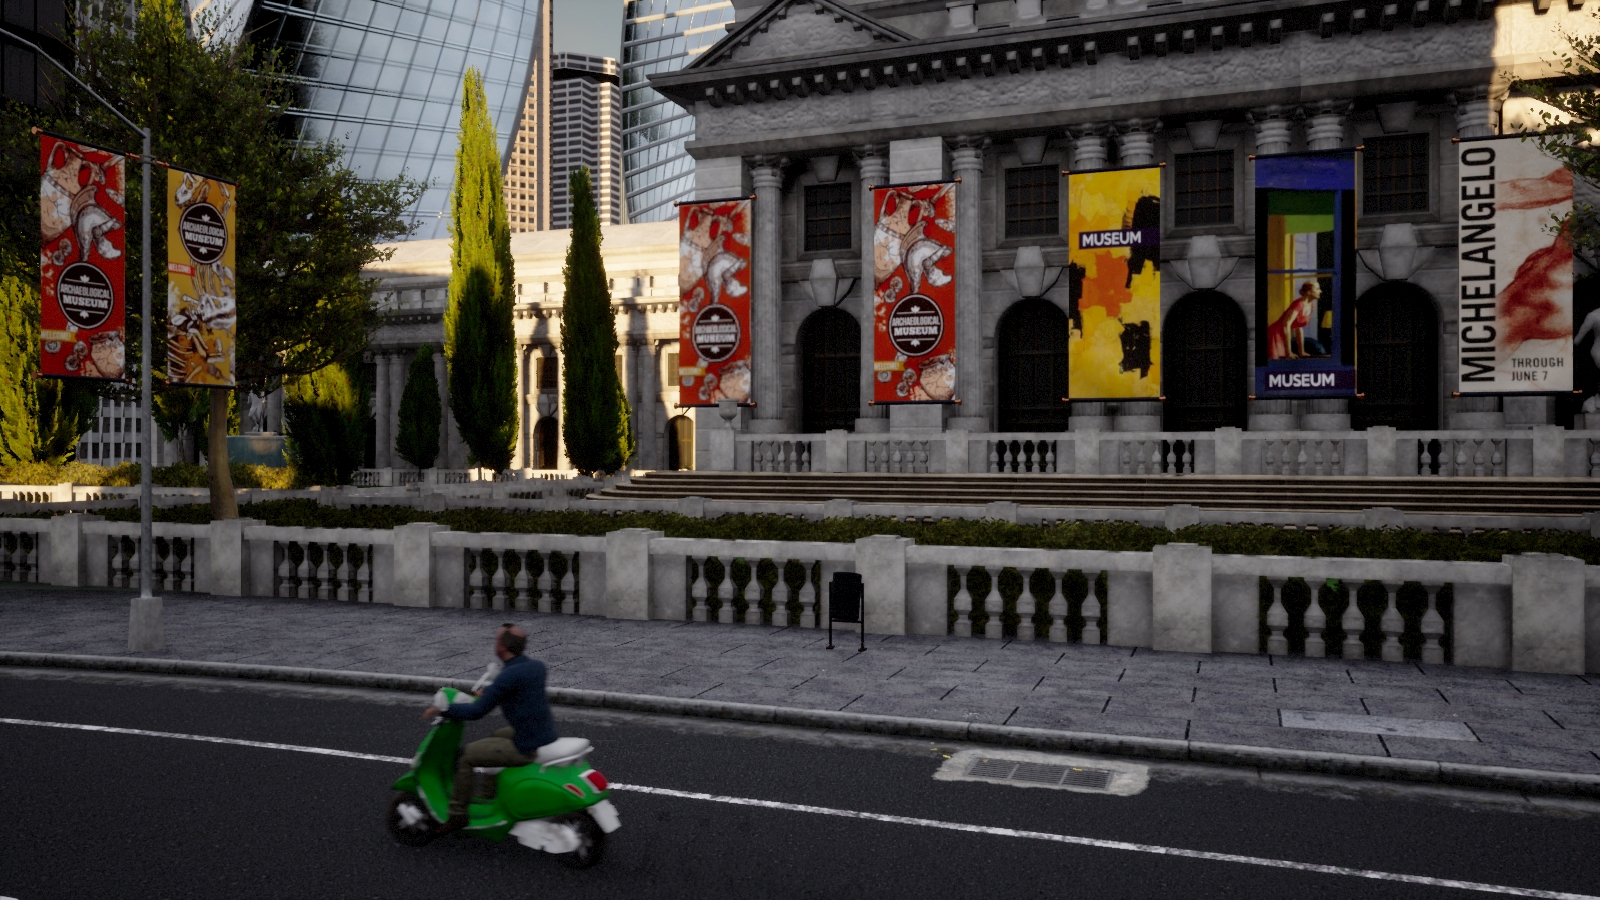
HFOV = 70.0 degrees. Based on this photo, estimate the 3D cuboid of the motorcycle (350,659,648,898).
[{"bbox_3d":[-2.053,2.182,7.848,1.805,1.236,0.856,0,1,19],"label":"motorcycle"}]
